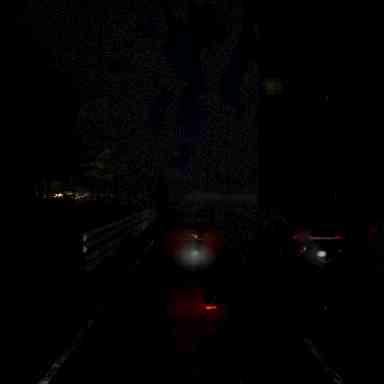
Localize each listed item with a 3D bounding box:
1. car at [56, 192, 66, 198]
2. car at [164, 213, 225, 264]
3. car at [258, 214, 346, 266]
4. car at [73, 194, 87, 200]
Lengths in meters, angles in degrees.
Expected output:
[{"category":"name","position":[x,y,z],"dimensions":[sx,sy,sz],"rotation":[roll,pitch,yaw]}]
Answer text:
[{"category":"car","position":[-34.066,0.809,87.094],"dimensions":[1.994,1.385,4.181],"rotation":[0,1,-39]},{"category":"car","position":[0.080,1.510,11.759],"dimensions":[1.837,1.490,4.892],"rotation":[0,0,0]},{"category":"car","position":[3.580,1.497,11.607],"dimensions":[2.128,1.511,4.902],"rotation":[0,0,0]},{"category":"car","position":[-26.646,1.091,79.441],"dimensions":[5.357,1.411,2.033],"rotation":[1,1,44]}]
